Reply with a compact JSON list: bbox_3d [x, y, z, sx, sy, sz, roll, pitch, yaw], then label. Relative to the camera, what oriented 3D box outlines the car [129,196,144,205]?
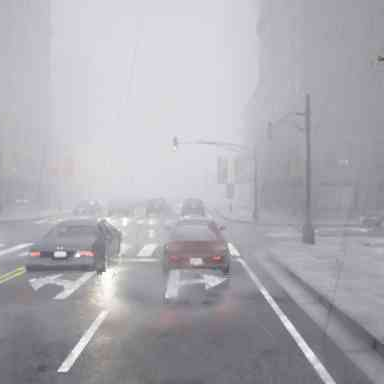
[{"bbox_3d":[-9.786,1.442,58.873,1.837,1.490,4.892,0,1,1],"label":"car"}]

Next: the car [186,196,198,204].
[{"bbox_3d":[0.004,1.481,62.629,2.033,1.411,5.357,0,0,0],"label":"car"}]

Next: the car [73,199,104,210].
[{"bbox_3d":[-9.842,1.465,31.846,2.128,1.511,4.902,0,0,0],"label":"car"}]

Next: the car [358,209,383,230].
[{"bbox_3d":[12.944,1.569,20.611,4.902,1.511,2.128,0,-1,1],"label":"car"}]

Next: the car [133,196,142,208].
[{"bbox_3d":[-6.579,1.437,44.360,1.882,1.535,5.008,0,1,0],"label":"car"}]

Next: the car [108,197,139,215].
[{"bbox_3d":[-6.592,1.499,31.467,1.812,1.442,4.674,0,0,0],"label":"car"}]

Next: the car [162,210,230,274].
[{"bbox_3d":[0.101,1.519,10.377,1.812,1.442,4.674,0,0,0],"label":"car"}]

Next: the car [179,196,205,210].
[{"bbox_3d":[0.102,1.325,31.913,2.097,1.767,4.553,0,0,0],"label":"car"}]

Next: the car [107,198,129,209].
[{"bbox_3d":[-9.829,1.523,44.409,1.994,1.385,4.181,0,0,0],"label":"car"}]

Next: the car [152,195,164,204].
[{"bbox_3d":[-6.500,1.409,64.045,1.882,1.535,5.008,0,0,0],"label":"car"}]

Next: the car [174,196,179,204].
[{"bbox_3d":[-3.245,1.497,63.118,1.994,1.385,4.181,0,0,0],"label":"car"}]

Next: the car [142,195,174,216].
[{"bbox_3d":[-3.147,1.325,31.852,2.097,1.767,4.553,0,0,0],"label":"car"}]

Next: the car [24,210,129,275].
[{"bbox_3d":[-3.381,1.541,10.482,2.033,1.411,5.357,0,0,-5],"label":"car"}]
